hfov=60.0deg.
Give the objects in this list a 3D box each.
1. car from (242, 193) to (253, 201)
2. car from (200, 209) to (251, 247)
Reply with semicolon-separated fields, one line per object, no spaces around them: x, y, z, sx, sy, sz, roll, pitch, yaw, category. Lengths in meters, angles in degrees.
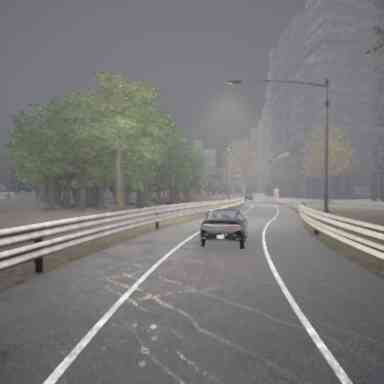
13.818;1.185;82.982;2.150;2.045;5.566;0;0;-2;car
1.564;1.497;15.066;2.128;1.511;4.902;0;0;11;car
